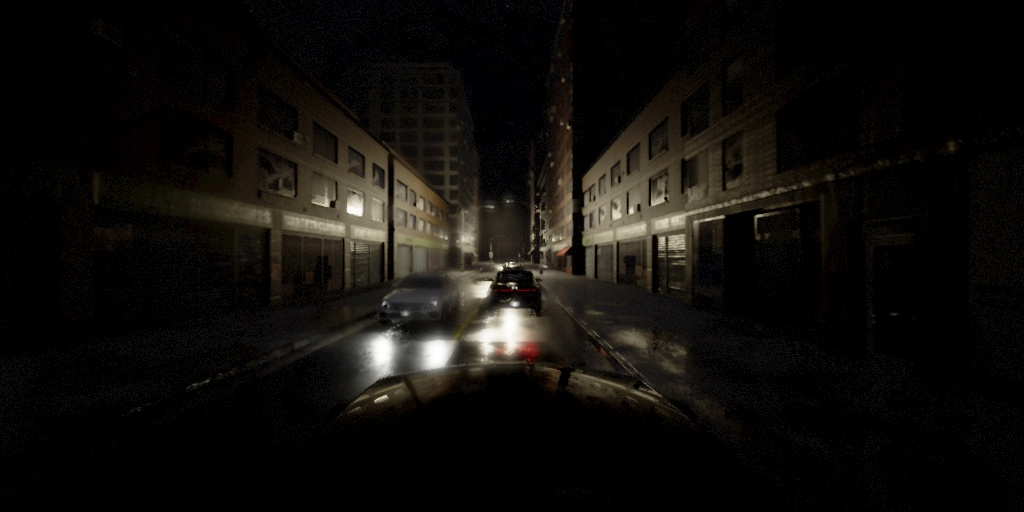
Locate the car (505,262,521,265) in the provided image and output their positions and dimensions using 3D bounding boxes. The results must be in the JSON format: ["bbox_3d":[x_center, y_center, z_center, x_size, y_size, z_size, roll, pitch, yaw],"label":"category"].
[{"bbox_3d":[0.103,1.274,31.917,2.128,1.511,4.902,0,0,0],"label":"car"}]

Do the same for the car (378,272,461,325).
[{"bbox_3d":[-2.846,1.284,11.958,1.812,1.442,4.674,0,0,0],"label":"car"}]

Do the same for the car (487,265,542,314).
[{"bbox_3d":[0.102,1.265,13.727,1.837,1.490,4.892,0,0,0],"label":"car"}]
